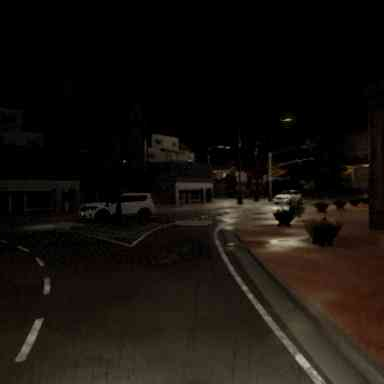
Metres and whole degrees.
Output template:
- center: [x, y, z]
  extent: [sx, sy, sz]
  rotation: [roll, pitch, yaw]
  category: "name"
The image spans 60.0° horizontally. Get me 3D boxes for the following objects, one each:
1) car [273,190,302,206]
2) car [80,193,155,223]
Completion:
- center: [13.245, 0.770, 45.797]
  extent: [2.150, 2.045, 5.566]
  rotation: [0, 0, 39]
  category: "car"
- center: [-5.402, 1.116, 24.744]
  extent: [5.566, 2.045, 2.150]
  rotation: [-1, 1, -37]
  category: "car"
